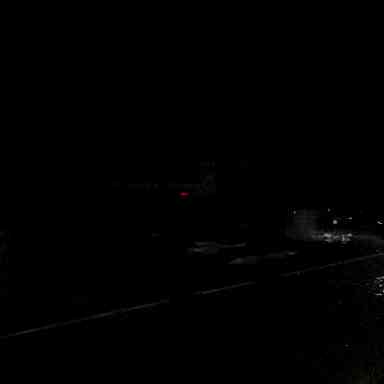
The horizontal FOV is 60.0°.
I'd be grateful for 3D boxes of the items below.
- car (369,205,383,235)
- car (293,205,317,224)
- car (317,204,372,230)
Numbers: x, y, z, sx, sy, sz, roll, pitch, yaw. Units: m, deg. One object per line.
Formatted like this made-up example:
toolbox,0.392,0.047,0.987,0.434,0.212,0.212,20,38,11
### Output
car,11.773,1.575,17.926,4.674,1.442,1.812,0,0,-36
car,9.791,1.657,25.114,4.718,1.301,1.895,0,0,-36
car,10.569,1.544,21.368,4.902,1.511,2.128,0,0,-36
